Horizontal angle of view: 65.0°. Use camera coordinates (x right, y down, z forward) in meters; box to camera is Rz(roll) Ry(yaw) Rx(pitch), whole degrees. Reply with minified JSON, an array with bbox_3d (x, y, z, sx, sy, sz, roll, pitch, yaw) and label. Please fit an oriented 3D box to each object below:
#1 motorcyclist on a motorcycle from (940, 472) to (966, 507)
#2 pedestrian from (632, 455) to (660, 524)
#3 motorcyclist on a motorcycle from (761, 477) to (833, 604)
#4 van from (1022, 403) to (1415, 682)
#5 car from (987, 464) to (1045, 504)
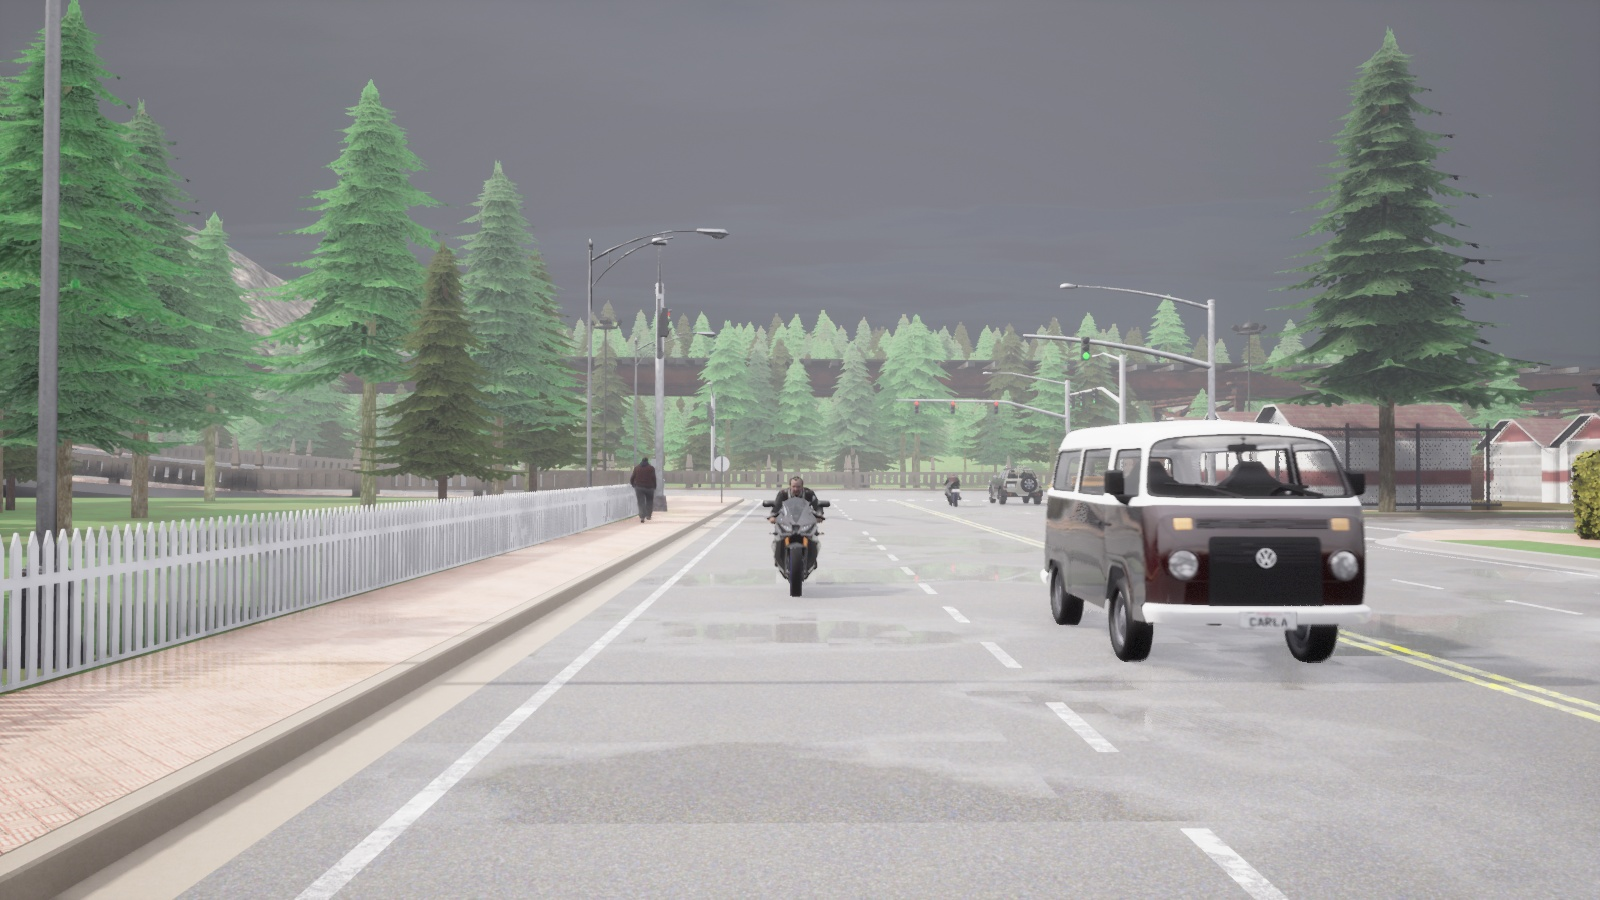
[{"bbox_3d":[6.860,1.767,56.432,0.866,1.530,2.191,0,-1,0],"label":"motorcyclist on a motorcycle"},{"bbox_3d":[-4.171,1.060,34.046,0.634,1.844,0.899,0,-1,1],"label":"pedestrian"},{"bbox_3d":[-0.040,1.124,16.353,0.866,1.530,2.191,0,-1,0],"label":"motorcyclist on a motorcycle"},{"bbox_3d":[3.470,0.716,11.474,2.069,2.038,4.480,0,-1,0],"label":"van"},{"bbox_3d":[10.351,1.604,60.516,1.932,1.855,4.605,0,-1,0],"label":"car"}]
